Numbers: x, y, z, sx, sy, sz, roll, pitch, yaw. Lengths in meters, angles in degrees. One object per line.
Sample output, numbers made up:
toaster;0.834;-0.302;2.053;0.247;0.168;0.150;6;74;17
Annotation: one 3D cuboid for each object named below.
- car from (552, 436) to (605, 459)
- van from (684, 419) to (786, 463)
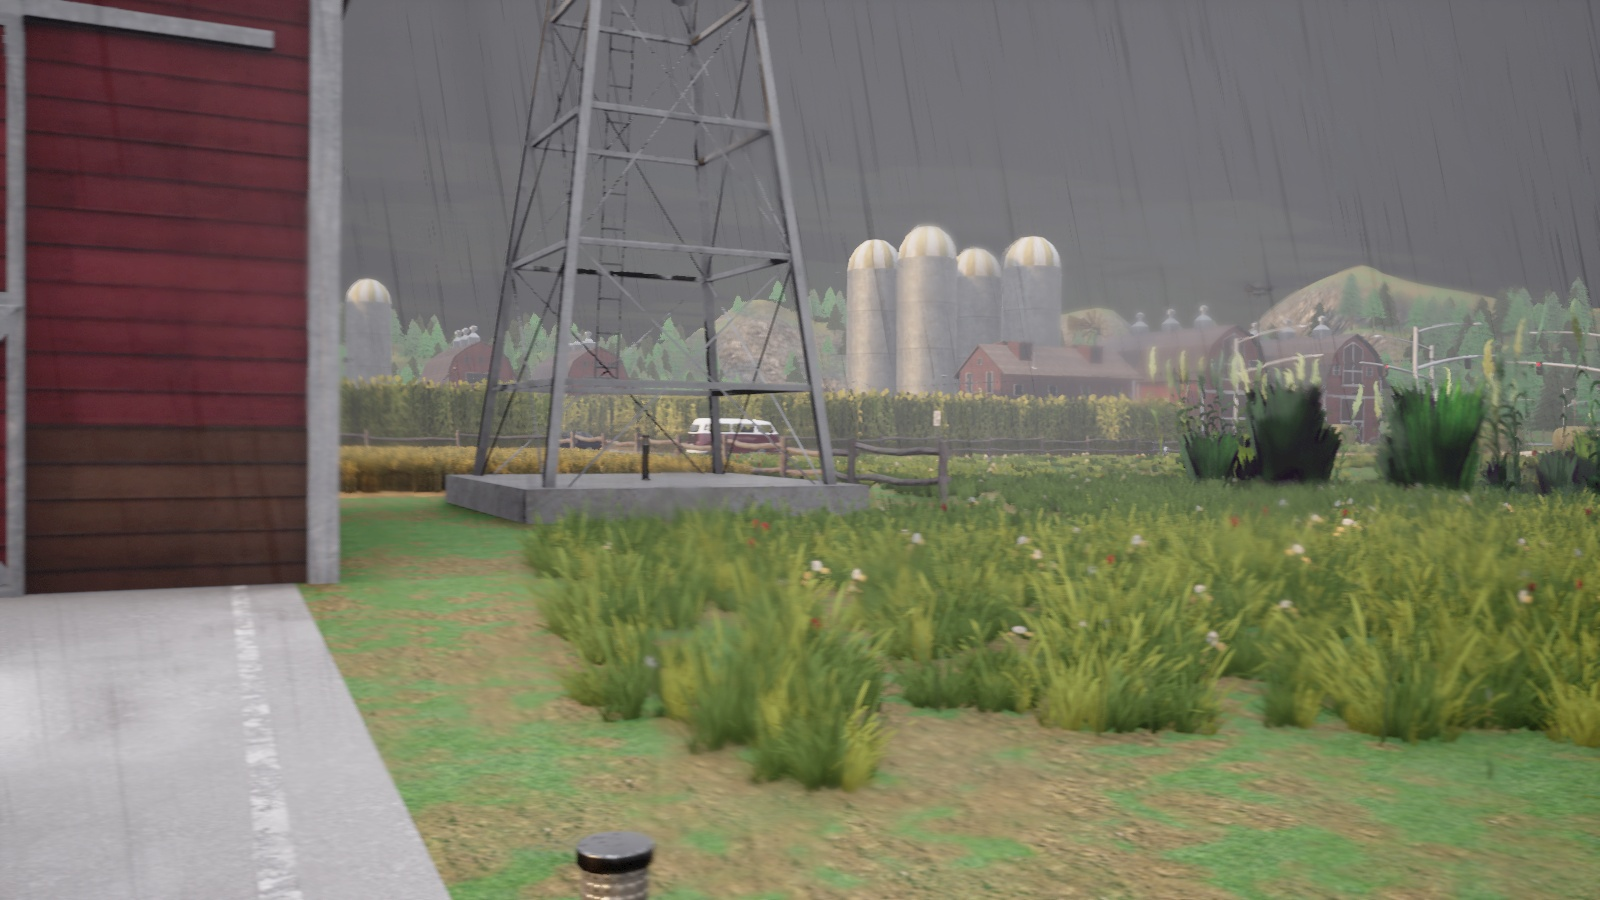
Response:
car;-13.436;-0.193;75.989;1.895;1.301;4.718;-1;1;-26
van;-3.140;-0.437;61.013;4.480;2.038;2.069;-1;1;-26
